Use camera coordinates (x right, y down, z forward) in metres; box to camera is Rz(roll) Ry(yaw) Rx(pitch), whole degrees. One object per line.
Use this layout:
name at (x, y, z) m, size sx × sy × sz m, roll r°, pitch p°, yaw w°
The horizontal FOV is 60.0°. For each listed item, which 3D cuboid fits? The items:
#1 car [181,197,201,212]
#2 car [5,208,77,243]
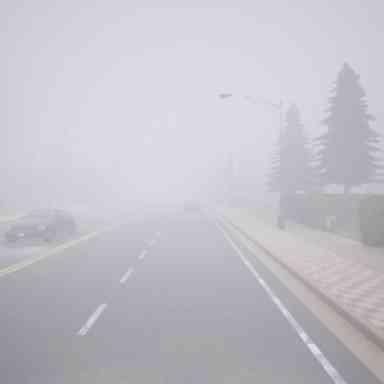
car at (0.002, 1.554, 37.993) m, size 1.994 × 1.385 × 4.181 m, roll 0°, pitch 0°, yaw 0°
car at (-7.061, 1.516, 16.122) m, size 1.812 × 1.442 × 4.674 m, roll 0°, pitch 0°, yaw 0°
